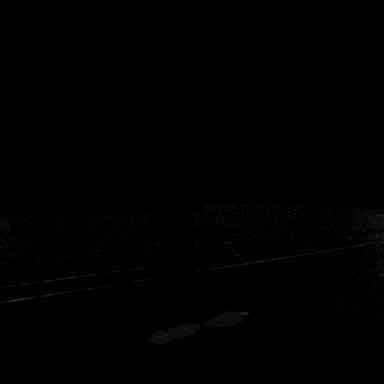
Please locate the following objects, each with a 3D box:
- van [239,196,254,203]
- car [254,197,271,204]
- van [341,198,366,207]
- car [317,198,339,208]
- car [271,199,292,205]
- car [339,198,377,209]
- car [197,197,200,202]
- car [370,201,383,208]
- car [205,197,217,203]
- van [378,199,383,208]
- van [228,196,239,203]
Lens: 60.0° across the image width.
[{"bbox_3d":[15.062,2.044,88.091,1.690,1.788,3.998,1,-1,-36],"label":"van"},{"bbox_3d":[18.358,2.285,83.468,1.802,1.307,4.206,1,-1,-36],"label":"car"},{"bbox_3d":[31.557,2.047,64.988,1.690,1.788,3.998,1,-1,-36],"label":"van"},{"bbox_3d":[24.618,2.167,60.031,1.802,1.307,4.206,1,-1,-36],"label":"car"},{"bbox_3d":[21.657,2.285,78.847,1.802,1.307,4.206,1,-1,-36],"label":"car"},{"bbox_3d":[27.920,1.903,55.413,2.192,1.841,5.009,1,-1,-36],"label":"car"},{"bbox_3d":[1.527,2.023,92.376,1.967,1.590,4.097,1,-1,-36],"label":"car"},{"bbox_3d":[34.853,2.291,60.365,1.802,1.307,4.206,1,-1,-36],"label":"car"},{"bbox_3d":[4.824,2.133,87.755,2.008,1.369,4.403,1,-1,-36],"label":"car"},{"bbox_3d":[31.219,1.933,50.792,1.690,1.788,3.998,1,-1,-36],"label":"van"},{"bbox_3d":[11.763,2.045,92.712,1.690,1.788,3.998,1,-1,-36],"label":"van"}]
